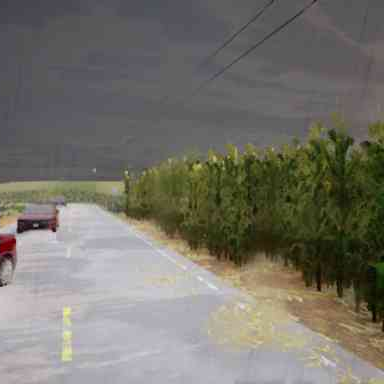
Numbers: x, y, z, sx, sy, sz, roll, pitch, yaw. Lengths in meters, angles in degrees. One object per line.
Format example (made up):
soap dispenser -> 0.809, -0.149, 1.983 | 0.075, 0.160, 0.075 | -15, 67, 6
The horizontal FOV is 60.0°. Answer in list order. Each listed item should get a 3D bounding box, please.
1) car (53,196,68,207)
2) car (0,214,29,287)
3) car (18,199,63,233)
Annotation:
car -> -18.248, 1.290, 45.715 | 1.837, 1.490, 4.892 | 1, 0, -22
car -> -5.141, 1.433, 6.264 | 1.882, 1.535, 5.008 | 0, 0, -4
car -> -8.614, 1.382, 18.920 | 1.882, 1.535, 5.008 | 0, 0, -20
